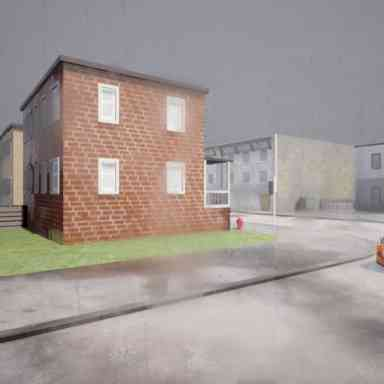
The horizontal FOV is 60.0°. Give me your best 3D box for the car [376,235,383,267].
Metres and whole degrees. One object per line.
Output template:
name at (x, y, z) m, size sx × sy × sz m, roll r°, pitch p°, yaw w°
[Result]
car at (7.478, 1.352, 9.928) m, size 4.553 × 1.767 × 2.097 m, roll 0°, pitch 0°, yaw -35°
